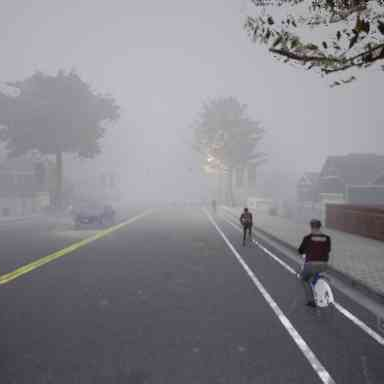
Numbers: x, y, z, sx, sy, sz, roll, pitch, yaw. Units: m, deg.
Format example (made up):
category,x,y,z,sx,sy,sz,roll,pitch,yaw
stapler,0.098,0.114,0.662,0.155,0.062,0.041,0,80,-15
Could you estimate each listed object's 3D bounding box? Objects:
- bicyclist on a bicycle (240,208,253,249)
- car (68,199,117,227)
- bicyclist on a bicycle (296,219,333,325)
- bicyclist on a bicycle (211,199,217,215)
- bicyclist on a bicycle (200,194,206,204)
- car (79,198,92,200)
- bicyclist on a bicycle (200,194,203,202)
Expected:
category,x,y,z,sx,sy,sz,roll,pitch,yaw
bicyclist on a bicycle,2.252,1.474,13.648,0.582,1.620,1.656,0,0,0
car,-6.598,1.513,23.167,1.882,1.535,5.008,0,0,0
bicyclist on a bicycle,2.251,1.380,6.269,0.659,1.776,1.843,0,0,0
bicyclist on a bicycle,2.254,1.503,33.640,0.582,1.620,1.656,0,0,0
bicyclist on a bicycle,2.265,1.519,62.103,0.866,1.612,1.509,0,0,0
car,-9.842,1.398,30.980,2.097,1.767,4.553,0,0,0
bicyclist on a bicycle,2.258,1.457,81.747,0.659,1.776,1.843,0,0,0
